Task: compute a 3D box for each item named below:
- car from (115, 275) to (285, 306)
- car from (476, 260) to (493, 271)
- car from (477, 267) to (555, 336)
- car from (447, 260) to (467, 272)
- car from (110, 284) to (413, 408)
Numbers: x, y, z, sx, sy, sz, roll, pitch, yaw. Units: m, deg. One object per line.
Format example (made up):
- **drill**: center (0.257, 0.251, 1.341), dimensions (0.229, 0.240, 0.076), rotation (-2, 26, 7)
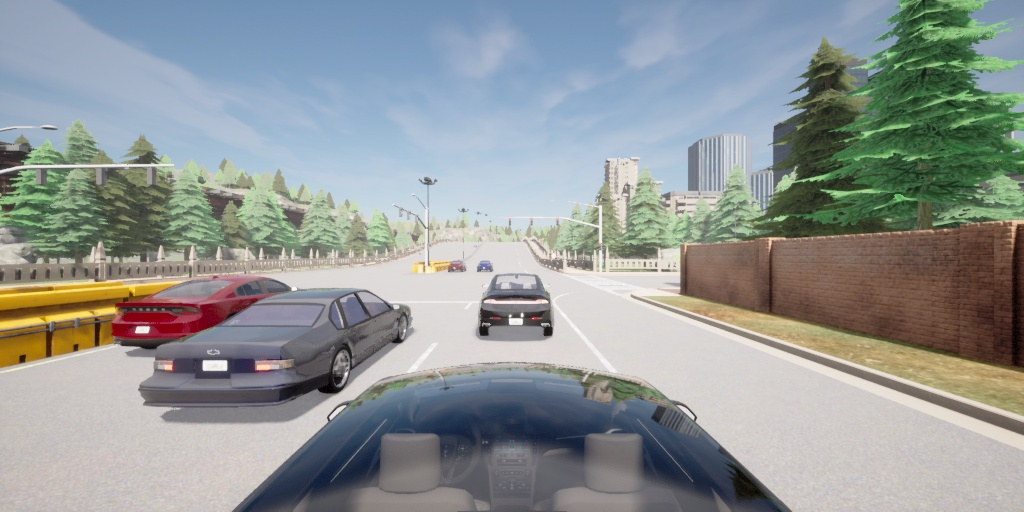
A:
- **car**: center (-6.898, 1.228, 9.171), dimensions (1.882, 1.535, 5.008), rotation (0, 0, 0)
- **car**: center (-3.391, 1.276, 45.700), dimensions (1.812, 1.442, 4.674), rotation (0, 0, 0)
- **car**: center (0.130, 1.242, 10.353), dimensions (2.128, 1.511, 4.902), rotation (0, 0, 1)
- **car**: center (-6.887, 1.276, 45.294), dimensions (1.812, 1.442, 4.674), rotation (0, 0, 0)
- **car**: center (-3.398, 1.297, 6.607), dimensions (2.033, 1.411, 5.357), rotation (0, 0, 0)
